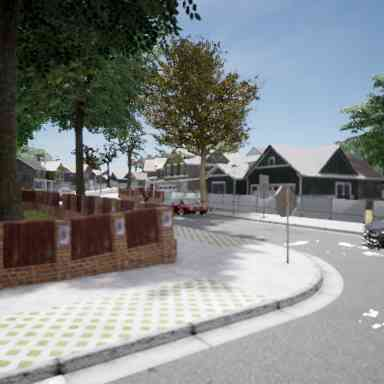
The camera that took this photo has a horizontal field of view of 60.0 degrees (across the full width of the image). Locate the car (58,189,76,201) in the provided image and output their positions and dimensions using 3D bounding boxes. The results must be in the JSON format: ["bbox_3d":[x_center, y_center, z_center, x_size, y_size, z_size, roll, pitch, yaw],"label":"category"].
[{"bbox_3d":[-17.881,0.325,47.170,2.097,1.767,4.553,0,1,-31],"label":"car"}]

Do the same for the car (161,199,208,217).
[{"bbox_3d":[-0.783,1.200,26.749,1.895,1.301,4.718,0,1,-33],"label":"car"}]

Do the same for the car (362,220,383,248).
[{"bbox_3d":[9.047,1.452,12.282,4.892,1.490,1.837,1,6,16],"label":"car"}]
